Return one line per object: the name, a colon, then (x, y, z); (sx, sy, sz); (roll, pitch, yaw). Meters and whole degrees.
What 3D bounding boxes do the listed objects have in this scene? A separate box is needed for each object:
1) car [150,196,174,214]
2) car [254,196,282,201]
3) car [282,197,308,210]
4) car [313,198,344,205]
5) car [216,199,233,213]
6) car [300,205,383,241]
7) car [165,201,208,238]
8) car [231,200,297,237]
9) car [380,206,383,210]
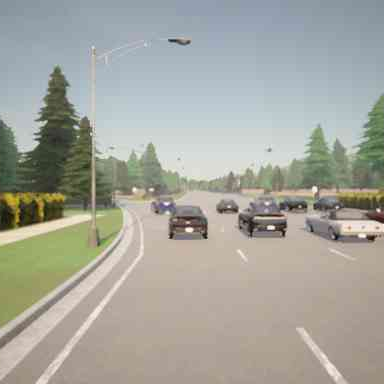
car: (-2.869, 1.167, 32.871); (2.097, 1.767, 4.553); (0, 0, -13)
car: (7.064, 1.166, 33.109); (2.097, 1.767, 4.553); (0, 0, 0)
car: (10.562, 1.282, 34.973); (1.882, 1.535, 5.008); (0, 0, 0)
car: (14.049, 1.333, 34.466); (1.812, 1.442, 4.674); (0, 0, 0)
car: (3.563, 1.374, 33.835); (1.994, 1.385, 4.181); (0, 0, 0)
car: (7.083, 1.511, 16.057); (1.895, 1.301, 4.718); (0, 0, 0)
car: (-0.301, 1.408, 17.066); (1.837, 1.490, 4.892); (0, 0, -4)
car: (3.580, 1.393, 17.484); (2.128, 1.511, 4.902); (0, 0, 0)
car: (10.581, 1.258, 16.783); (2.097, 1.767, 4.553); (0, 0, 0)
